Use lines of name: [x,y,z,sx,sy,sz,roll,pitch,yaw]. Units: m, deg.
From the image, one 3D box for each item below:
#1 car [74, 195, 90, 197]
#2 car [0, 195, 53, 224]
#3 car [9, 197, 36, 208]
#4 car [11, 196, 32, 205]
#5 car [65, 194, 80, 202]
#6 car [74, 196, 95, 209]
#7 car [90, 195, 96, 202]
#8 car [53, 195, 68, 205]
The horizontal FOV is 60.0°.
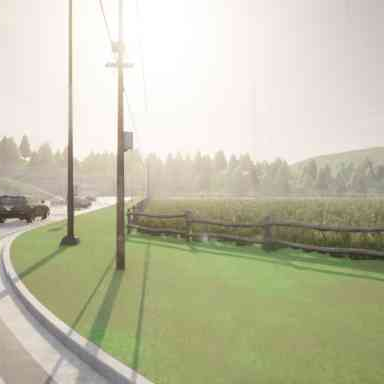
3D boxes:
car: [-20.076,1.619,59.269,1.895,1.301,4.718,0,0,-6]
car: [-12.626,1.231,25.081,2.150,2.045,5.566,0,0,-6]
car: [-26.136,1.565,51.405,2.033,1.411,5.357,0,0,-7]
car: [-30.577,1.546,59.653,1.812,1.442,4.674,0,0,-6]
car: [-24.661,1.209,68.761,2.097,1.767,4.553,0,0,-6]
car: [-14.863,1.614,45.062,1.895,1.301,4.718,0,0,-6]
car: [-21.186,1.353,69.180,1.837,1.490,4.892,0,0,-6]
car: [-23.562,1.545,58.943,1.812,1.442,4.674,0,0,-6]
